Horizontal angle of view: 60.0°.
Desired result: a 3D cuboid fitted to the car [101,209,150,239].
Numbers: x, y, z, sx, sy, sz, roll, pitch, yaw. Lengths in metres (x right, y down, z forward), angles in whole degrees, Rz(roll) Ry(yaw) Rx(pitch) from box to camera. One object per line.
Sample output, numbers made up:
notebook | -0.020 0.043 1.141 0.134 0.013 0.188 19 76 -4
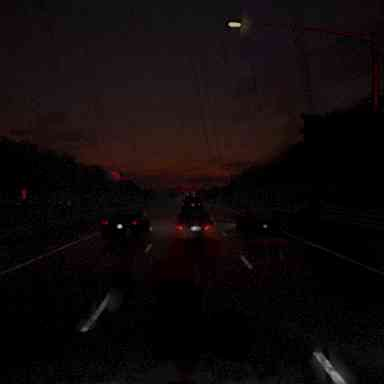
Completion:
car | -3.408 1.604 17.705 1.994 1.385 4.181 0 0 0

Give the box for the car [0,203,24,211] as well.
car | -14.111 1.578 24.426 2.128 1.511 4.902 0 0 0

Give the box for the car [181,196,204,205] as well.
car | 0.083 1.391 35.053 2.150 2.045 5.566 0 0 0

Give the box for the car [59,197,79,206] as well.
car | -21.031 1.723 57.071 2.097 1.767 4.553 0 -1 0

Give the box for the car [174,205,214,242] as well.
car | 0.092 1.581 16.420 2.033 1.411 5.357 0 0 0

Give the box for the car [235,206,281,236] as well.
car | 3.589 1.524 18.742 1.882 1.535 5.008 0 0 0
